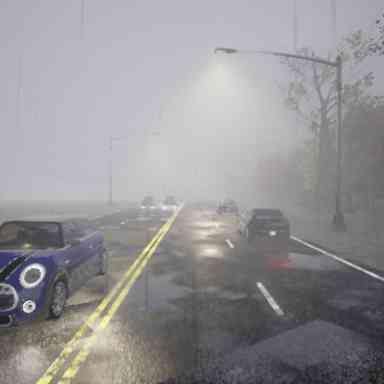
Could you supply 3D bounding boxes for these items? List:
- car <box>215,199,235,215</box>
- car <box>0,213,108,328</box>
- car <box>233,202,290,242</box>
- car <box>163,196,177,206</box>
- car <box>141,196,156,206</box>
[{"bbox_3d":[3.349,1.405,32.731,2.128,1.511,4.902,-1,1,0],"label":"car"},{"bbox_3d":[-3.351,1.337,7.227,2.097,1.767,4.553,0,0,0],"label":"car"},{"bbox_3d":[3.351,1.461,16.222,1.837,1.490,4.892,-1,0,0],"label":"car"},{"bbox_3d":[-3.315,1.363,50.931,1.837,1.490,4.892,0,0,0],"label":"car"},{"bbox_3d":[-6.565,1.363,50.929,1.837,1.490,4.892,0,0,0],"label":"car"}]
